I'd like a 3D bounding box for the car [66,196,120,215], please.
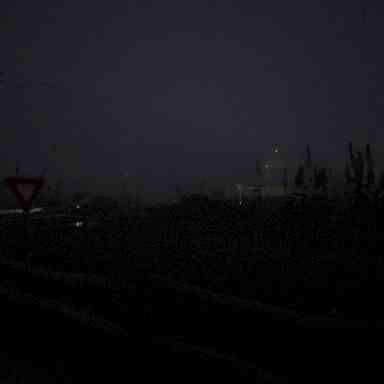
[{"bbox_3d":[-8.089,1.043,27.533,1.812,1.442,4.674,0,2,37],"label":"car"}]
